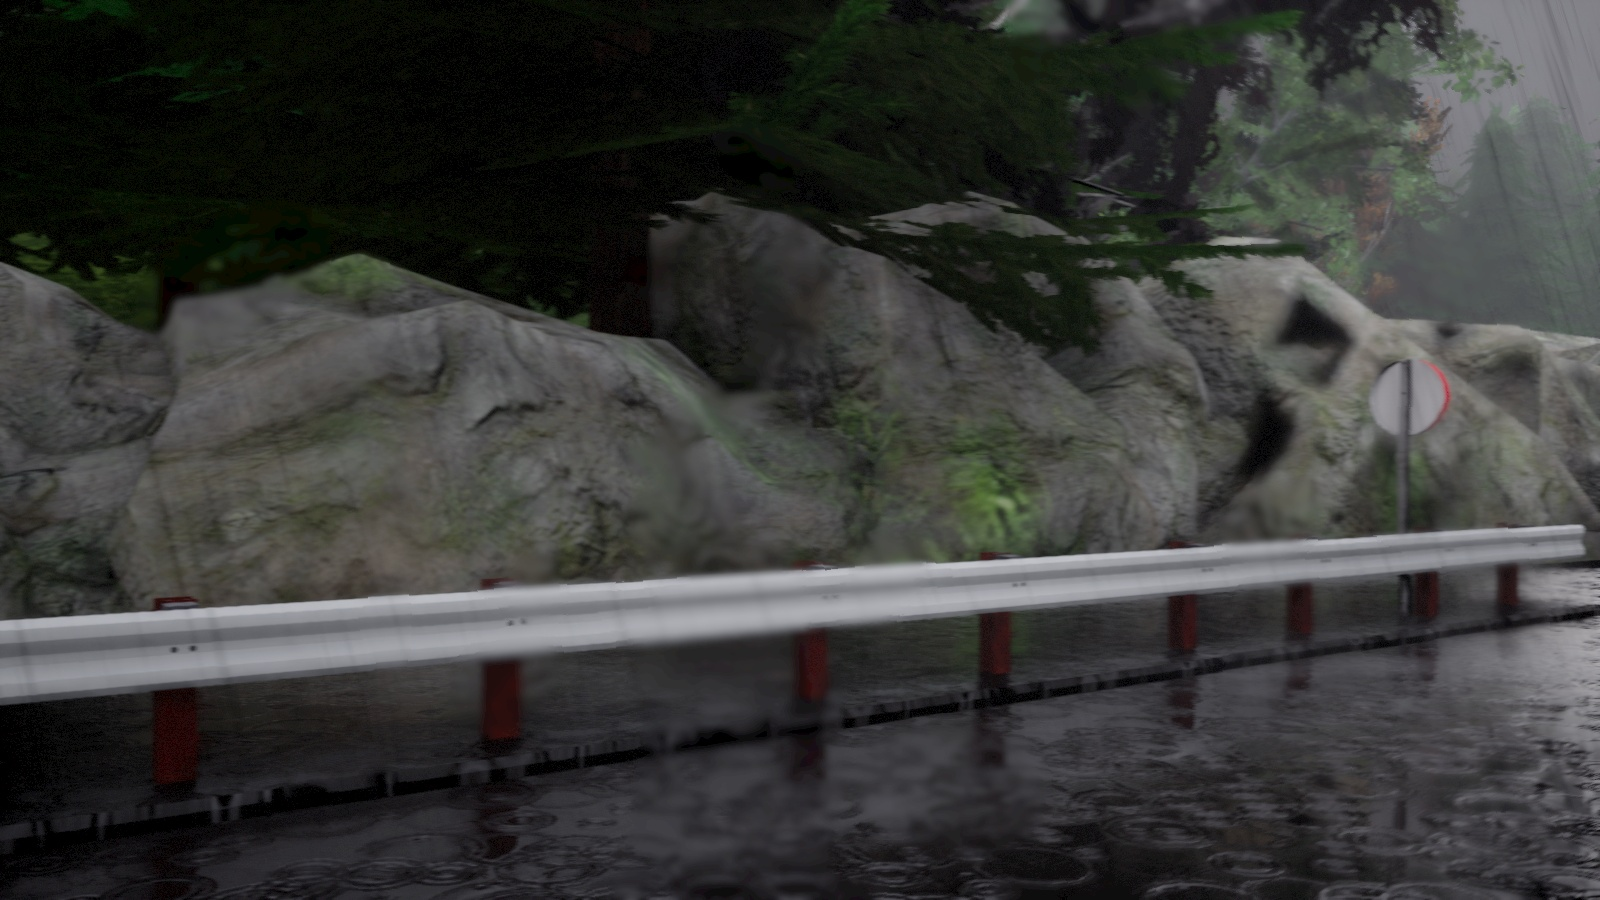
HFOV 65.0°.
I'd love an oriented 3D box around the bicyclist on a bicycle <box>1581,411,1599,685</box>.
[{"bbox_3d":[6.064,0.646,8.486,1.843,1.776,0.659,1,-1,-35],"label":"bicyclist on a bicycle"}]
